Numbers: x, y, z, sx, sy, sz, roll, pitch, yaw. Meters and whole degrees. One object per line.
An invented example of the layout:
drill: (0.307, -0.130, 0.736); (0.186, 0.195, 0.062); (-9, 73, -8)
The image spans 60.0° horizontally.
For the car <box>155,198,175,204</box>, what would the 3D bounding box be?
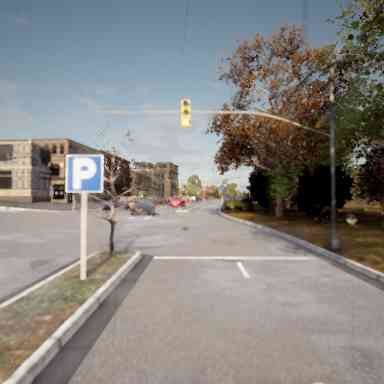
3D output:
car: (-6.918, 2.300, 85.440); (5.008, 1.535, 2.097); (-1, -1, -11)

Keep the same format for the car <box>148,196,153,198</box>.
car: (-10.234, 2.026, 61.506); (4.892, 1.521, 2.231); (-1, -1, -14)

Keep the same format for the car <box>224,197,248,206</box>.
car: (9.208, 1.937, 69.881); (4.553, 1.767, 2.185); (1, -1, -12)

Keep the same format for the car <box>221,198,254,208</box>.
car: (7.992, 1.933, 58.170); (5.366, 1.575, 1.946); (1, -1, -13)

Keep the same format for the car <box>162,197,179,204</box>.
car: (-5.895, 2.243, 91.401); (4.553, 1.767, 2.185); (-1, -1, -11)

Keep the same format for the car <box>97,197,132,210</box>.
car: (-11.626, 1.922, 49.546); (4.792, 1.488, 2.163); (-1, -1, -15)

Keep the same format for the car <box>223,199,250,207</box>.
car: (8.488, 2.039, 64.010); (4.674, 1.452, 2.002); (1, -1, -13)

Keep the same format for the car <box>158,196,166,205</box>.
car: (-8.714, 2.203, 73.489); (4.674, 1.452, 2.002); (-1, -1, -12)

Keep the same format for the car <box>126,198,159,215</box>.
car: (-4.852, 1.605, 33.446); (1.837, 1.490, 4.892); (1, -2, 4)

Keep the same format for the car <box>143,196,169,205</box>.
car: (-8.274, 1.946, 76.500); (5.566, 2.045, 2.435); (-1, -1, -12)

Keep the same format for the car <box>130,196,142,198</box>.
car: (-10.991, 1.915, 52.541); (5.366, 1.575, 1.946); (-1, -1, -15)

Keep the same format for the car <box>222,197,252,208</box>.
car: (7.466, 1.776, 55.176); (4.553, 1.767, 2.185); (1, -1, -14)

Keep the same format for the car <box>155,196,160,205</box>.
car: (-9.510, 2.134, 67.504); (4.674, 1.452, 2.002); (-1, -1, -13)

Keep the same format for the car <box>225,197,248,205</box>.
car: (10.089, 2.001, 75.753); (4.553, 1.767, 2.185); (1, 0, -11)

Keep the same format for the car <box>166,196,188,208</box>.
car: (-2.641, 1.755, 59.423); (2.150, 2.045, 5.566); (0, 1, 6)

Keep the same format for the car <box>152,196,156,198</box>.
car: (-9.872, 2.099, 64.502); (4.674, 1.452, 2.002); (-1, -1, -13)

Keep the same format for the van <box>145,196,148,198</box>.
van: (-10.452, 1.763, 58.537); (4.442, 1.987, 1.878); (-1, -1, -14)

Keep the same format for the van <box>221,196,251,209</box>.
van: (7.093, 1.642, 52.207); (4.442, 1.987, 1.878); (1, 0, -14)

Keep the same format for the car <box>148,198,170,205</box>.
car: (-7.862, 2.232, 79.477); (5.008, 1.535, 2.097); (-1, -1, -12)

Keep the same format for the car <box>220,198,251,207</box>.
car: (7.965, 1.961, 61.021); (5.366, 1.575, 1.946); (1, 0, -13)

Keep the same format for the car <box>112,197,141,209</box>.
car: (-10.908, 1.830, 55.494); (4.553, 1.767, 2.185); (-1, -1, -14)
